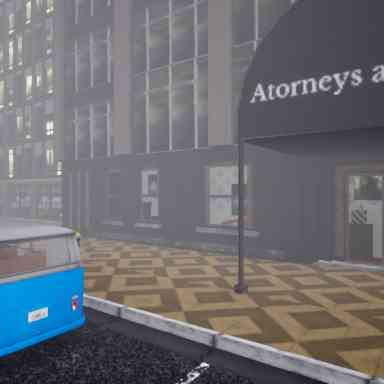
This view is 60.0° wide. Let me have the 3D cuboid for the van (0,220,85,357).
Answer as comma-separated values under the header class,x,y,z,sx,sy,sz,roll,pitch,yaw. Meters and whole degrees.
class,x,y,z,sx,sy,sz,roll,pitch,yaw
van,-3.483,1.341,5.349,3.998,1.788,1.690,0,0,35
